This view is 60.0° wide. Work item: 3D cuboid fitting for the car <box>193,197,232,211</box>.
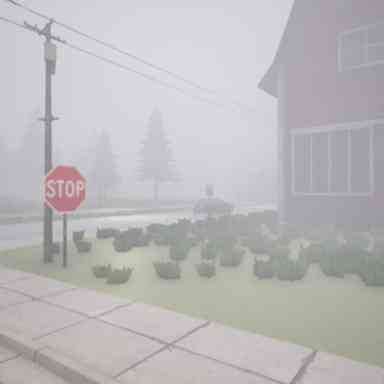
[{"bbox_3d":[2.111,1.330,32.296,2.097,1.767,4.553,0,0,37],"label":"car"}]
